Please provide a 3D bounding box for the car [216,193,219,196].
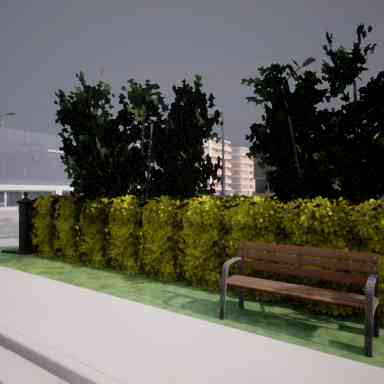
[{"bbox_3d":[5.019,0.783,65.719,1.812,1.442,4.674,0,1,36],"label":"car"}]
